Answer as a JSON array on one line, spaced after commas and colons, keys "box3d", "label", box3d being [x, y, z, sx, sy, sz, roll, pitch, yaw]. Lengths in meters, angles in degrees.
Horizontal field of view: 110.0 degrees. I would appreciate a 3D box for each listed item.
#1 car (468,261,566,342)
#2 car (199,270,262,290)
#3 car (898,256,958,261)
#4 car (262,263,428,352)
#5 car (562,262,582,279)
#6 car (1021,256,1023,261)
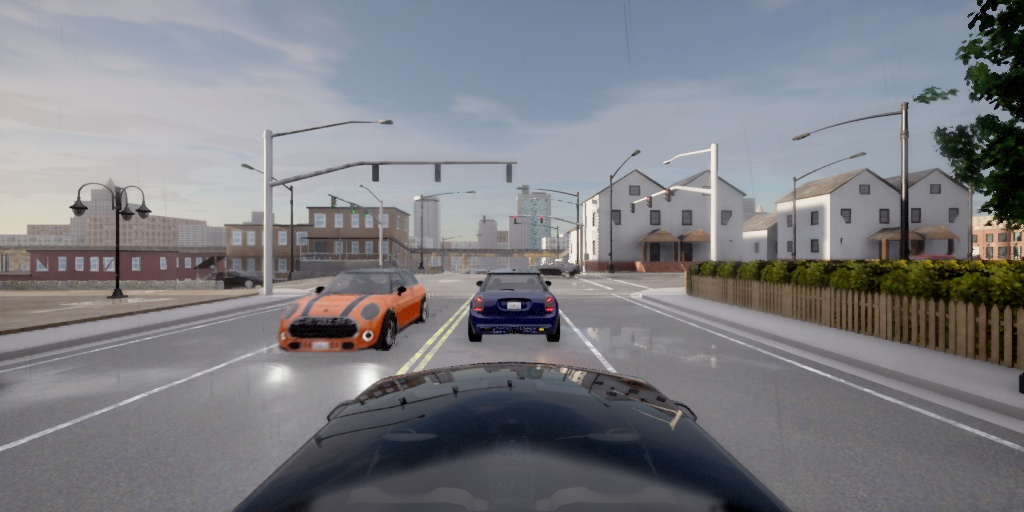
[{"box3d": [0.056, 1.102, 9.967, 2.097, 1.767, 4.553, 0, 0, 0], "label": "car"}, {"box3d": [-20.506, 1.789, 26.777, 4.892, 1.490, 1.837, -5, 0, -1], "label": "car"}, {"box3d": [35.825, 0.973, 31.370, 5.566, 2.045, 2.150, 0, 0, 0], "label": "car"}, {"box3d": [-3.596, 1.102, 8.996, 2.097, 1.767, 4.553, 0, 0, 0], "label": "car"}, {"box3d": [3.852, 1.237, 32.623, 4.902, 1.511, 2.128, 1, 0, 25], "label": "car"}, {"box3d": [42.787, 0.971, 27.795, 5.566, 2.045, 2.150, 0, 0, -1], "label": "car"}]
